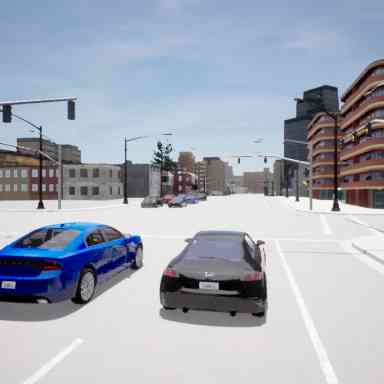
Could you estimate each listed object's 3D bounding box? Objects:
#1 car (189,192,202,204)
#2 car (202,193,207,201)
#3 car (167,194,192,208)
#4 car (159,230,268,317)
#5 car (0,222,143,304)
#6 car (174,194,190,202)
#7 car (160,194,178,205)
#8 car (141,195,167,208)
[{"bbox_3d":[-0.072,1.249,56.279,1.812,1.442,4.674,0,1,11],"label":"car"},{"bbox_3d":[1.890,1.052,66.101,1.837,1.490,4.892,0,1,12],"label":"car"},{"bbox_3d":[-1.909,1.409,46.874,2.033,1.411,5.357,0,1,11],"label":"car"},{"bbox_3d":[0.692,1.564,7.624,1.994,1.385,4.181,0,0,12],"label":"car"},{"bbox_3d":[-2.745,1.478,8.271,1.882,1.535,5.008,0,0,11],"label":"car"},{"bbox_3d":[-1.872,1.125,65.114,2.033,1.411,5.357,0,1,11],"label":"car"},{"bbox_3d":[-3.781,1.226,55.464,1.882,1.535,5.008,0,1,11],"label":"car"},{"bbox_3d":[-5.545,1.230,46.498,2.097,1.767,4.553,0,1,11],"label":"car"}]
